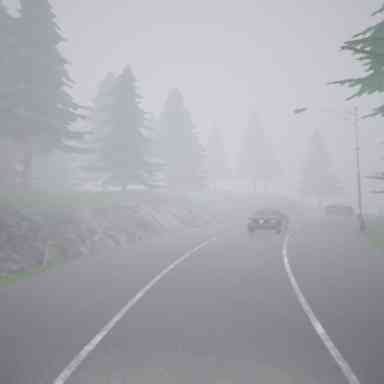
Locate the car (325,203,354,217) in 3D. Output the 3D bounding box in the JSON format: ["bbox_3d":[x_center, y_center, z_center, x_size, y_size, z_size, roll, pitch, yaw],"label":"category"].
[{"bbox_3d":[17.065,2.040,38.400,4.902,1.511,2.128,2,-5,-44],"label":"car"}]

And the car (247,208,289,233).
[{"bbox_3d":[4.748,1.692,20.484,2.033,1.411,5.357,-2,-2,23],"label":"car"}]
